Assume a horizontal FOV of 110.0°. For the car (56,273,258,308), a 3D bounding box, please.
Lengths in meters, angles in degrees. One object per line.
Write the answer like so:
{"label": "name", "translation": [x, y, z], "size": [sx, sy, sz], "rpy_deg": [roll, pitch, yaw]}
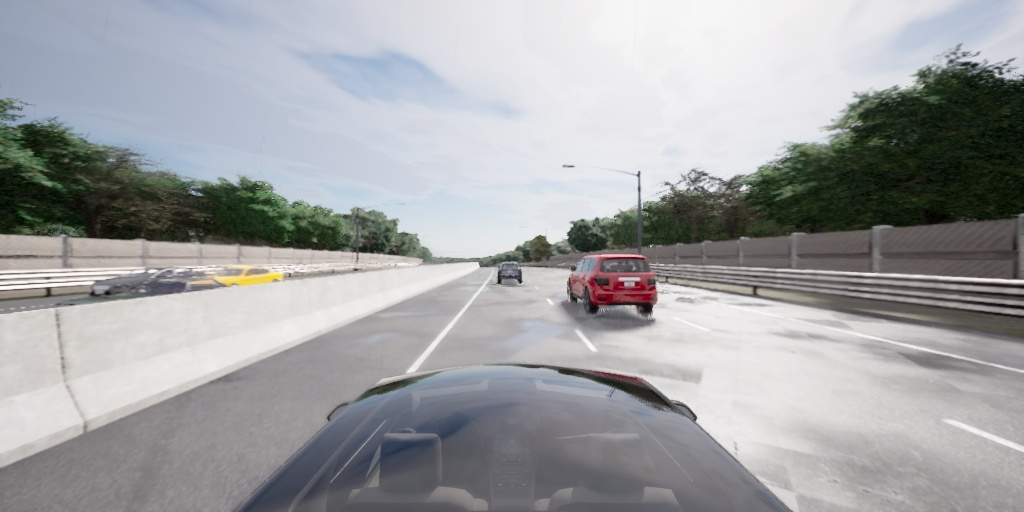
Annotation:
{"label": "car", "translation": [-10.631, 1.375, 11.181], "size": [1.895, 1.301, 4.718], "rpy_deg": [0, 0, 0]}

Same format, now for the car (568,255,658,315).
{"label": "car", "translation": [3.591, 0.972, 13.745], "size": [2.150, 2.045, 5.566], "rpy_deg": [0, 0, -1]}

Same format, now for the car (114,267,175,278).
{"label": "car", "translation": [-17.695, 1.297, 17.815], "size": [2.128, 1.511, 4.902], "rpy_deg": [0, 0, -1]}

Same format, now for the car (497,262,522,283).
{"label": "car", "translation": [-0.203, 1.279, 29.271], "size": [2.033, 1.649, 4.856], "rpy_deg": [0, 0, -1]}

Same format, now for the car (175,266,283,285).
{"label": "car", "translation": [-14.206, 1.281, 18.735], "size": [1.882, 1.535, 5.008], "rpy_deg": [0, 0, -1]}
